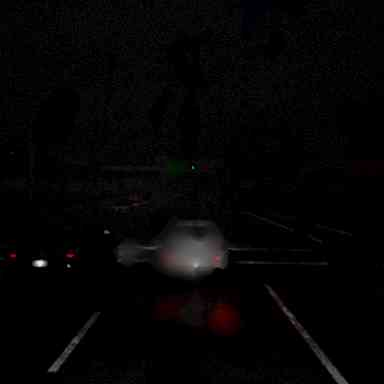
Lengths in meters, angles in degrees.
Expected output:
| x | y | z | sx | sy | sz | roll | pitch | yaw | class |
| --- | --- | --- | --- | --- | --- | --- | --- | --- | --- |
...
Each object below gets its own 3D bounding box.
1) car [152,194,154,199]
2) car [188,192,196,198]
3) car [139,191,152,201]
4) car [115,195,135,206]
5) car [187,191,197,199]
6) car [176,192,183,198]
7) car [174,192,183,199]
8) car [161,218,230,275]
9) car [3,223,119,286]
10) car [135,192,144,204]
| x | y | z | sx | sy | sz | roll | pitch | yaw | class |
| --- | --- | --- | --- | --- | --- | --- | --- | --- | --- |
| -10.479 | 1.011 | 80.969 | 2.033 | 1.411 | 5.357 | 0 | 1 | 0 | car |
| 0.024 | 0.778 | 92.819 | 2.033 | 1.411 | 5.357 | 0 | 1 | 0 | car |
| -10.482 | 0.892 | 70.557 | 2.150 | 2.045 | 5.566 | 0 | 1 | 0 | car |
| -10.574 | 1.476 | 51.449 | 1.994 | 1.385 | 4.181 | 0 | 1 | 0 | car |
| 0.021 | 0.671 | 82.192 | 2.150 | 2.045 | 5.566 | 0 | 1 | 0 | car |
| -3.476 | 0.782 | 93.236 | 1.994 | 1.385 | 4.181 | 0 | 1 | 0 | car |
| -3.479 | 0.956 | 82.935 | 1.812 | 1.442 | 4.674 | 0 | 1 | 0 | car |
| 0.096 | 1.535 | 10.365 | 1.812 | 1.442 | 4.674 | 0 | 0 | 0 | car |
| -3.406 | 1.573 | 9.455 | 1.994 | 1.385 | 4.181 | 0 | 0 | 0 | car |
| -10.527 | 1.290 | 60.520 | 1.882 | 1.535 | 5.008 | 0 | 1 | 1 | car |
